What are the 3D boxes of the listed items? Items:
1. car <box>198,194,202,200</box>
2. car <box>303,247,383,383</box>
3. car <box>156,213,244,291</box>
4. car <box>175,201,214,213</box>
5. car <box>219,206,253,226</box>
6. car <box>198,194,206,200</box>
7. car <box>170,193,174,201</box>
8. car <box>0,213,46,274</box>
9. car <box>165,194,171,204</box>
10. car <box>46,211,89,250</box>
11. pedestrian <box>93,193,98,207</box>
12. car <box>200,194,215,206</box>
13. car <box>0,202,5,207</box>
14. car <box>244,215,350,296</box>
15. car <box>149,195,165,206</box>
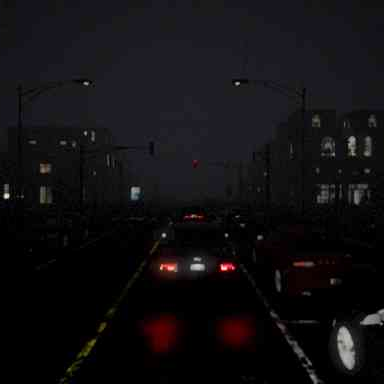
[{"bbox_3d":[2.666,1.495,63.253,1.802,1.307,4.206,0,0,0],"label":"car"},{"bbox_3d":[2.694,1.547,2.745,2.008,1.369,4.403,0,0,0],"label":"car"},{"bbox_3d":[0.096,1.535,9.095,2.033,1.411,5.357,0,0,0],"label":"car"},{"bbox_3d":[0.092,1.477,19.616,1.837,1.490,4.892,0,0,0],"label":"car"},{"bbox_3d":[2.686,1.523,19.820,2.008,1.369,4.403,0,0,0],"label":"car"},{"bbox_3d":[2.654,1.322,90.863,1.967,1.590,4.097,0,0,0],"label":"car"},{"bbox_3d":[-5.719,1.340,74.307,1.967,1.590,4.097,0,0,0],"label":"car"},{"bbox_3d":[-5.689,1.428,8.449,1.967,1.590,4.097,0,0,0],"label":"car"},{"bbox_3d":[-5.714,1.464,63.263,2.008,1.369,4.403,0,0,0],"label":"car"},{"bbox_3d":[-5.692,1.531,14.142,2.008,1.369,4.403,0,0,0],"label":"car"},{"bbox_3d":[-12.570,1.069,43.350,0.375,1.860,0.375,0,0,1],"label":"pedestrian"},{"bbox_3d":[2.671,1.494,52.211,1.947,1.339,4.313,0,0,0],"label":"car"},{"bbox_3d":[-25.469,1.386,40.599,4.829,1.417,1.752,0,0,1],"label":"car"},{"bbox_3d":[2.691,1.533,8.436,1.887,1.381,4.507,0,0,0],"label":"car"},{"bbox_3d":[-5.709,1.510,52.220,1.802,1.307,4.206,0,0,0],"label":"car"}]
